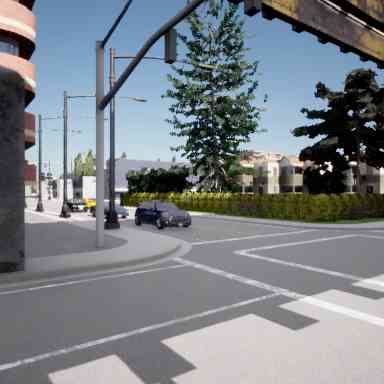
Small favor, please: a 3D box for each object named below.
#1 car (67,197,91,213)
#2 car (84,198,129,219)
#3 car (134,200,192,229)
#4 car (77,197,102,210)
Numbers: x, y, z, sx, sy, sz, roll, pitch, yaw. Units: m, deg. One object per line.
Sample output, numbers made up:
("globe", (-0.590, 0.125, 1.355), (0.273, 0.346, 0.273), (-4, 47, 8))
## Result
("car", (-13.303, 1.496, 37.803), (2.128, 1.511, 4.902), (0, 0, -35))
("car", (-7.444, 1.551, 29.452), (2.033, 1.411, 5.357), (0, 0, -35))
("car", (-1.968, 1.356, 21.674), (2.097, 1.767, 4.553), (0, 0, -35))
("car", (-14.072, 1.483, 45.317), (1.882, 1.535, 5.008), (0, 0, -34))
